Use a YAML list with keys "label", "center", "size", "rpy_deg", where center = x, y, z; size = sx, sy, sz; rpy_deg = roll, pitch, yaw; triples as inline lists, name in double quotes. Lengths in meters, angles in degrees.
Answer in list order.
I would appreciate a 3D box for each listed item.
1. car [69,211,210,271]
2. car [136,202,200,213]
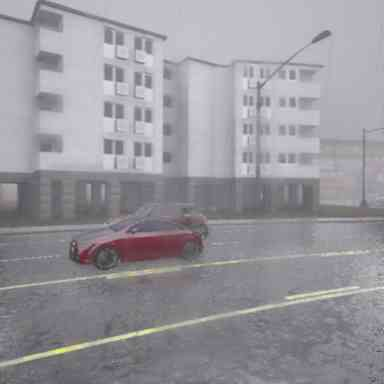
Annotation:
- label: "car"
  center: [-1.695, 1.504, 10.653]
  size: [4.181, 1.385, 1.994]
  rpy_deg: [0, 0, -26]
- label: "car"
  center: [-1.589, 1.274, 14.573]
  size: [4.553, 1.767, 2.097]
  rpy_deg: [0, 0, -24]
